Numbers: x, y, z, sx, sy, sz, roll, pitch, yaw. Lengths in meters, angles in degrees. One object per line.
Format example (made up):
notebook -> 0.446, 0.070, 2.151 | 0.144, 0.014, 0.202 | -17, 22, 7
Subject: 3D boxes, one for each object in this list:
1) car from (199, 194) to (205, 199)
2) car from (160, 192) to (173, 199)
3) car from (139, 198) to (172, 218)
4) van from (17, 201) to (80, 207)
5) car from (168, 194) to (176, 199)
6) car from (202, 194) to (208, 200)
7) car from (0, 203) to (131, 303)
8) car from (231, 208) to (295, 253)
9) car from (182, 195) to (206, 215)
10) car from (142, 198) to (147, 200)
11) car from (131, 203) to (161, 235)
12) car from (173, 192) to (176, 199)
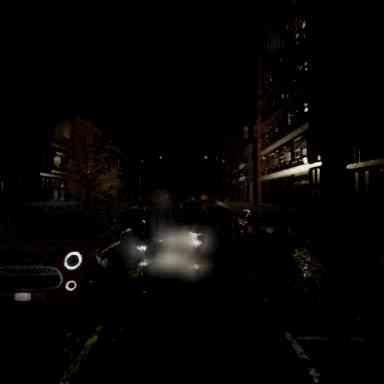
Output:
car -> 2.779, 1.145, 93.108 | 1.802, 1.307, 4.206 | 1, 0, 0
car -> -5.617, 1.107, 70.306 | 1.967, 1.590, 4.097 | 1, 0, 0
car -> -3.029, 1.464, 28.438 | 1.895, 1.301, 4.718 | 0, 0, 1
van -> -5.660, 1.276, 13.440 | 1.690, 1.788, 3.998 | 1, 0, 0
car -> -5.600, 1.129, 93.054 | 1.947, 1.339, 4.313 | 1, 0, 0
car -> 2.766, 1.165, 76.218 | 1.752, 1.417, 4.829 | 1, 0, 0
car -> -3.079, 1.311, 8.312 | 2.097, 1.767, 4.553 | 0, 0, 0
car -> 2.718, 1.374, 13.495 | 1.967, 1.590, 4.097 | 1, 0, 0
car -> 0.041, 1.326, 31.400 | 1.882, 1.535, 5.008 | 0, 1, 0
car -> -5.642, 1.381, 41.874 | 1.802, 1.307, 4.206 | 1, 0, 0
car -> -3.062, 1.512, 18.407 | 1.895, 1.301, 4.718 | 0, 0, 0
car -> -5.610, 1.180, 81.681 | 1.947, 1.339, 4.313 | 1, 0, 0
